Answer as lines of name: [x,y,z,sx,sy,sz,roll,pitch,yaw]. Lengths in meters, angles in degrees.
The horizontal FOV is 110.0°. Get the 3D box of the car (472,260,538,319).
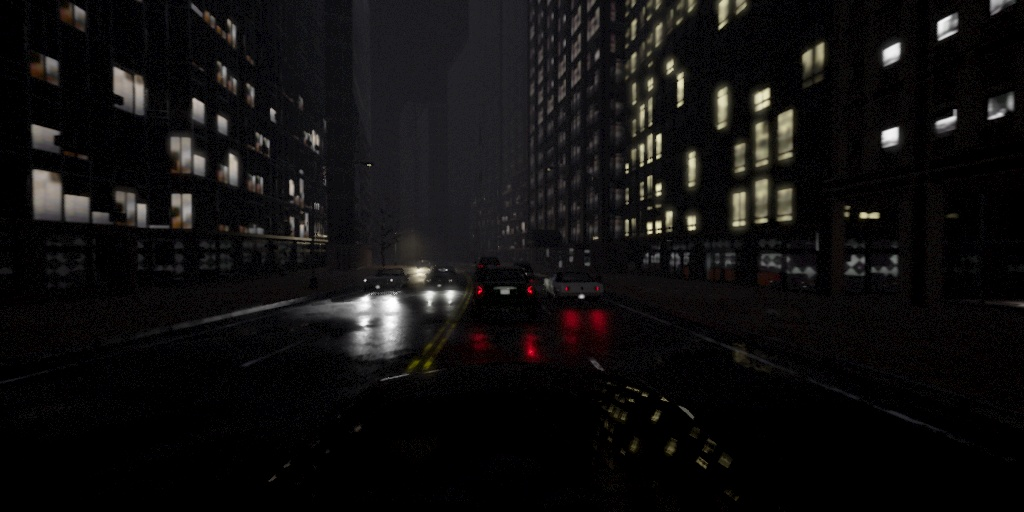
car: [-0.315,1.143,13.238,2.097,1.767,4.553,0,0,-3]

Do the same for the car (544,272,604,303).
car: [2.728,1.396,17.051,1.895,1.301,4.718,0,0,-4]

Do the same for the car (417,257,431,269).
car: [-15.326,1.221,62.542,2.150,2.045,5.566,0,0,-15]

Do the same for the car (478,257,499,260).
car: [-2.246,1.077,33.082,2.150,2.045,5.566,0,0,-8]

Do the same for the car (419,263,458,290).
car: [-4.581,1.386,23.946,2.033,1.411,5.357,0,0,-6]

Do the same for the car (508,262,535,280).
car: [0.835,1.351,34.358,1.837,1.490,4.892,0,0,-8]

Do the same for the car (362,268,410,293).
car: [-7.680,1.444,22.194,1.895,1.301,4.718,0,0,-6]

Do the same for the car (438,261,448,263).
car: [-12.199,1.579,63.416,1.895,1.301,4.718,0,0,-15]
